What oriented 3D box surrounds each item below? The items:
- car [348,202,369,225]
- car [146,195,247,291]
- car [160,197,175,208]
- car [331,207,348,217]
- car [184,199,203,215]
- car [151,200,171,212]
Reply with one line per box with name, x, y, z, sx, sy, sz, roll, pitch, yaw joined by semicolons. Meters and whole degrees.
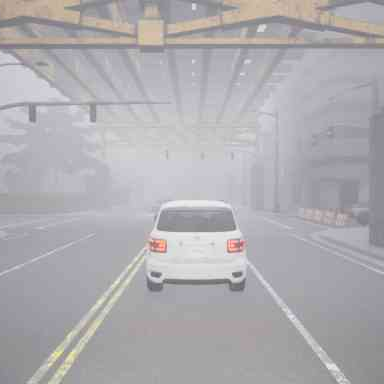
car;13.279;1.453;22.155;4.974;1.542;2.038;0;0;-20
car;0.086;1.221;9.111;2.150;2.045;5.566;0;0;0
car;-3.551;1.526;49.064;1.812;1.442;4.674;0;0;0
car;13.656;1.295;26.292;4.536;1.218;1.853;0;0;25
car;0.176;1.525;35.532;1.812;1.442;4.674;0;0;1
car;-3.567;1.601;39.116;1.895;1.301;4.718;0;0;0
